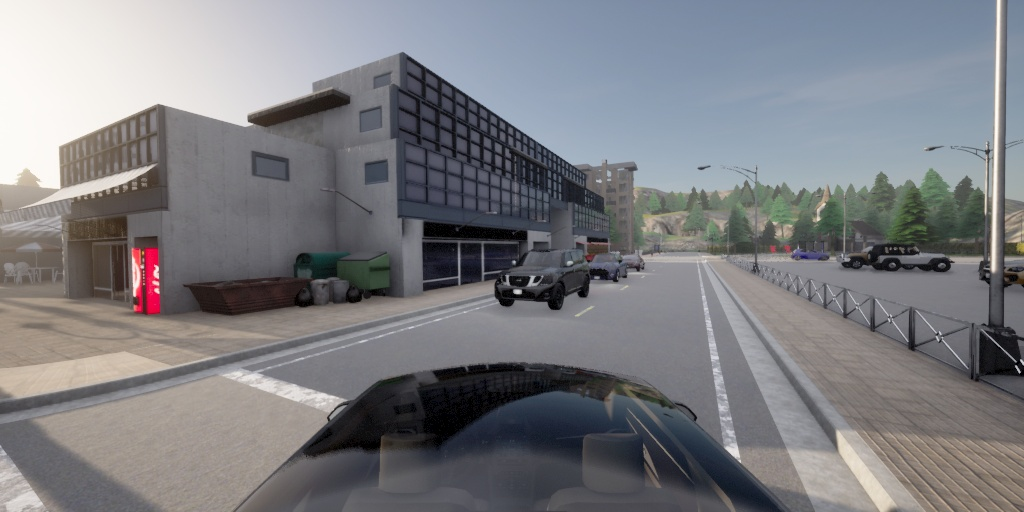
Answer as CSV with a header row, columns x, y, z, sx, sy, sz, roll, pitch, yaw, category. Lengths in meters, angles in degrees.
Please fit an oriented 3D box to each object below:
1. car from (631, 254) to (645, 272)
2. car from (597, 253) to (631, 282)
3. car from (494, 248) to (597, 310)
x,y,z,sx,sy,sz,roll,pitch,yaw,category
10.560,0.547,31.731,1.812,1.442,4.674,0,1,27,car
5.902,0.619,22.621,2.097,1.767,4.553,0,1,27,car
1.428,0.725,13.861,2.150,2.045,5.566,0,1,27,car
